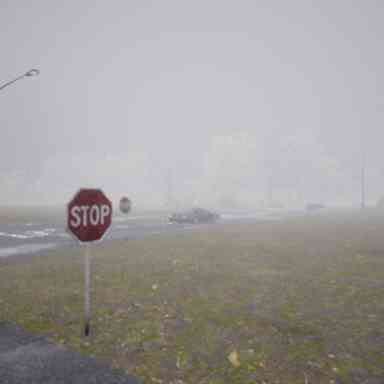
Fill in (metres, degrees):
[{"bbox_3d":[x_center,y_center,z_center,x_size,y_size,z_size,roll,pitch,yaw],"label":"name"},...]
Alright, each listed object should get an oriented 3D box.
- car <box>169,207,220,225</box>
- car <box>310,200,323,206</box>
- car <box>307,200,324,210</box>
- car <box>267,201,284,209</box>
[{"bbox_3d":[0.316,2.005,28.525,2.033,1.411,5.357,0,0,36],"label":"car"},{"bbox_3d":[31.246,2.746,83.137,1.895,1.301,4.718,0,0,36],"label":"car"},{"bbox_3d":[21.450,2.358,57.697,1.882,1.535,5.008,0,0,36],"label":"car"},{"bbox_3d":[15.504,2.407,61.421,1.994,1.385,4.181,0,0,36],"label":"car"}]
